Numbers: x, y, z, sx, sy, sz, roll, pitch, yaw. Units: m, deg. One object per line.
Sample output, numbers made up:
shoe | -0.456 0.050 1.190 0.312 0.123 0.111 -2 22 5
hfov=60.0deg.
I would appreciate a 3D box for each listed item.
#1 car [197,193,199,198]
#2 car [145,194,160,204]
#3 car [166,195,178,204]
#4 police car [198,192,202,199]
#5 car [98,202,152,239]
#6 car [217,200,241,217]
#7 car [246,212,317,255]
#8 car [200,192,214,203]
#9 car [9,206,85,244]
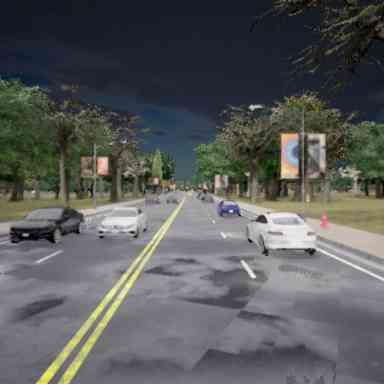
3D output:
car | 2.850 1.173 83.570 1.801 1.575 5.366 0 0 -1
car | -6.751 1.175 56.974 2.097 1.767 4.553 0 0 0
car | -3.502 1.319 59.080 1.837 1.490 4.892 0 0 0
police car | 2.944 1.189 72.485 1.930 1.638 5.238 0 0 0
car | -3.386 1.476 17.034 1.812 1.442 4.674 0 0 0
car | 3.287 1.434 30.246 1.812 1.442 4.674 0 0 0
car | 3.332 1.488 12.972 1.812 1.442 4.674 0 0 0
car | 3.026 1.298 61.371 2.128 1.511 4.902 0 0 0
car | -6.622 1.432 15.722 1.882 1.535 5.008 0 0 0
